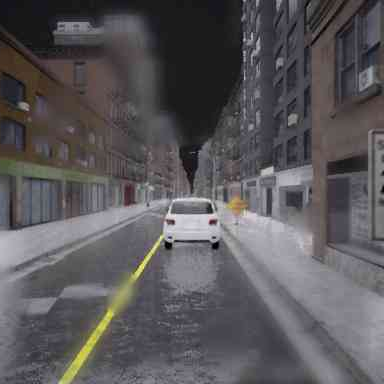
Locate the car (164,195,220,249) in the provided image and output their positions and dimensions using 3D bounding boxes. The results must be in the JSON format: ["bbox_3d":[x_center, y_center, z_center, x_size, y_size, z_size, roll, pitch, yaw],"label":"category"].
[{"bbox_3d":[0.000,1.258,14.680,2.150,2.045,5.566,0,0,0],"label":"car"}]

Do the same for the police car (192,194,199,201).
[{"bbox_3d":[0.900,1.510,90.264,1.930,1.638,5.238,0,0,0],"label":"police car"}]

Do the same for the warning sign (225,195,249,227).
[{"bbox_3d":[2.717,1.115,20.153,1.300,1.860,1.060,0,0,0],"label":"warning sign"}]

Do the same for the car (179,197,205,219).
[{"bbox_3d":[0.000,1.367,29.620,2.097,1.767,4.553,0,0,0],"label":"car"}]

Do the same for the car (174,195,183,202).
[{"bbox_3d":[-3.000,1.498,76.684,1.837,1.490,4.892,0,0,0],"label":"car"}]
